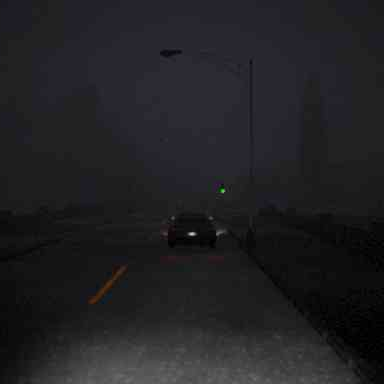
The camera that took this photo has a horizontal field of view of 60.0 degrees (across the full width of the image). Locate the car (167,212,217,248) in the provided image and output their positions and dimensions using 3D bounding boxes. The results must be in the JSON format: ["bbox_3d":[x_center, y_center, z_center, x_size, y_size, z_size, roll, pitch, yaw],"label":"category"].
[{"bbox_3d":[0.000,1.569,14.650,1.994,1.385,4.181,0,0,0],"label":"car"}]

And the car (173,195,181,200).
[{"bbox_3d":[-4.000,1.544,89.815,1.994,1.385,4.181,0,0,0],"label":"car"}]
